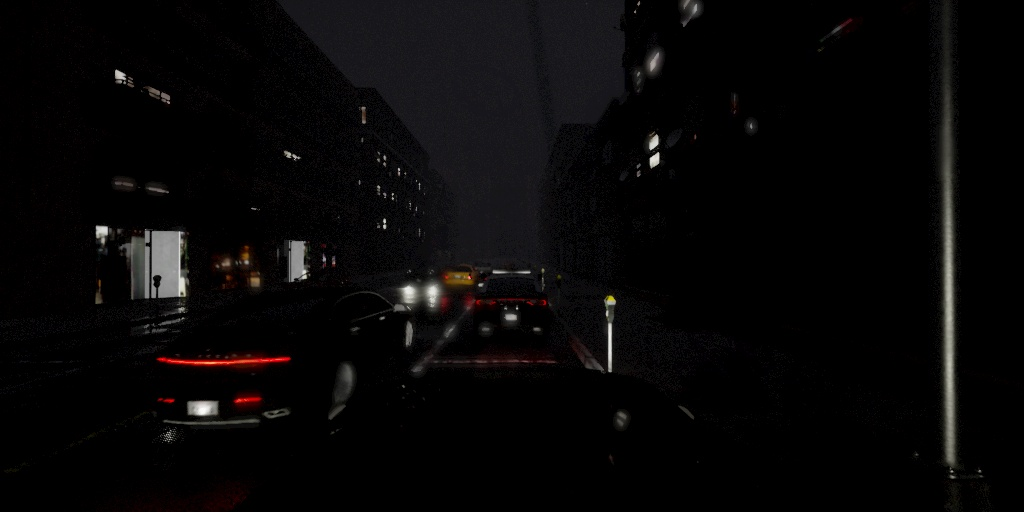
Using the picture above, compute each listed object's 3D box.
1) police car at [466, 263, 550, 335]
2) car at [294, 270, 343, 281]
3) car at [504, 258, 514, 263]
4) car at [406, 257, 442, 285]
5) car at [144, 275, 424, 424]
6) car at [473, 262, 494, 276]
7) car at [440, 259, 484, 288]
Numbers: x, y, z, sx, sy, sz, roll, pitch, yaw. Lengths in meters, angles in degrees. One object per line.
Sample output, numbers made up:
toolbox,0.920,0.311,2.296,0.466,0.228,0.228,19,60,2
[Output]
police car,-0.011,1.175,10.609,1.930,1.638,5.238,0,0,0
car,-8.837,1.333,16.462,1.802,1.307,4.207,0,0,0
car,-0.456,1.275,39.173,1.751,1.417,4.829,0,0,0
car,-6.244,1.102,26.330,2.097,1.767,4.553,0,0,0
car,-3.049,1.255,5.960,1.837,1.490,4.892,0,0,0
car,-3.045,1.350,38.851,1.895,1.301,4.718,0,0,0
car,-3.144,1.207,23.504,1.801,1.575,5.366,0,0,0
